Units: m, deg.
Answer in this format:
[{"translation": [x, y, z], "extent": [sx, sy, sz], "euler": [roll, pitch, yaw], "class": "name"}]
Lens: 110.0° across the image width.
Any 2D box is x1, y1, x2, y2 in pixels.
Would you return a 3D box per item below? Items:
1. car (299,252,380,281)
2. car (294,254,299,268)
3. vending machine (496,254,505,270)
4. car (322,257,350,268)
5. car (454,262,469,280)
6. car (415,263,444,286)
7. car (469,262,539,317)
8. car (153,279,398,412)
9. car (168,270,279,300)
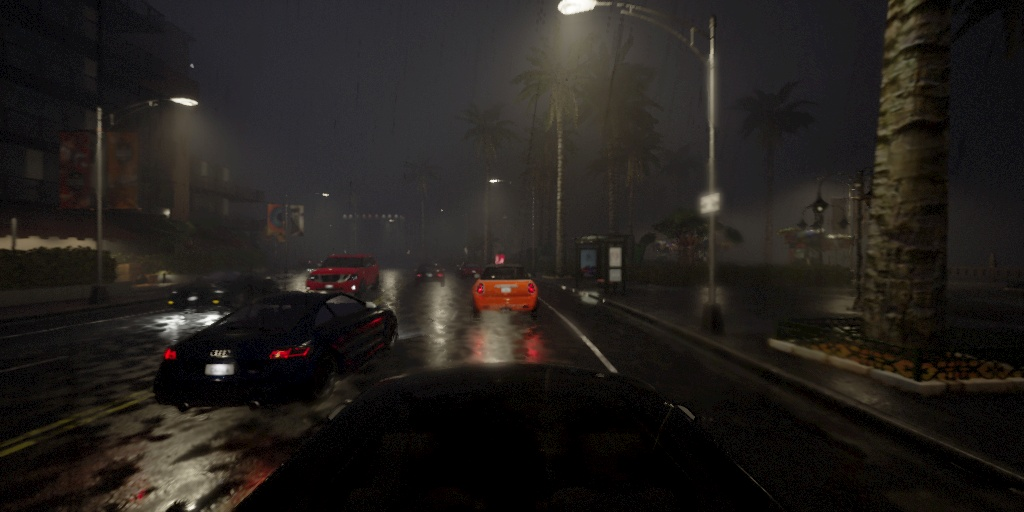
[{"translation": [-8.076, 0.906, 17.762], "extent": [2.150, 2.045, 5.566], "euler": [0, 0, -9], "class": "car"}, {"translation": [-29.369, 0.895, 52.243], "extent": [4.553, 1.767, 2.097], "euler": [0, 0, 39], "class": "car"}, {"translation": [-1.464, 0.769, 44.742], "extent": [1.100, 2.100, 0.880], "euler": [0, 0, -27], "class": "vending machine"}, {"translation": [-26.948, 1.010, 54.796], "extent": [5.008, 1.535, 1.882], "euler": [0, 0, 40], "class": "car"}, {"translation": [-3.587, 1.198, 29.834], "extent": [1.994, 1.385, 4.181], "euler": [0, 0, -17], "class": "car"}, {"translation": [-5.536, 1.205, 24.112], "extent": [2.033, 1.411, 5.357], "euler": [0, 0, -13], "class": "car"}, {"translation": [-0.324, 1.055, 13.124], "extent": [2.097, 1.767, 4.553], "euler": [0, 0, -4], "class": "car"}, {"translation": [-3.463, 1.295, 6.219], "extent": [1.994, 1.385, 4.181], "euler": [0, 0, -1], "class": "car"}, {"translation": [-11.196, 1.262, 14.299], "extent": [1.994, 1.385, 4.181], "euler": [0, 0, -7], "class": "car"}]
